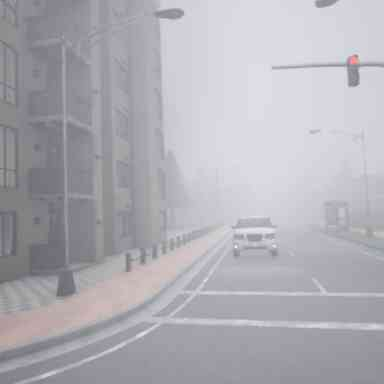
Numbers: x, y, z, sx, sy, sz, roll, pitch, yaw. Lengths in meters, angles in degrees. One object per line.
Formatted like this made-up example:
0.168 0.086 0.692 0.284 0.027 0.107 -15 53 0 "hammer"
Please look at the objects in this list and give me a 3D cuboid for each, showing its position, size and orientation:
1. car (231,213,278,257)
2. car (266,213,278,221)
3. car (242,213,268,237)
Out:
3.481 2.307 18.458 2.150 2.045 5.566 -3 -4 11 "car"
17.682 5.578 73.794 2.128 1.511 4.902 -3 -4 11 "car"
6.063 3.080 31.972 2.150 2.045 5.566 -3 -4 11 "car"
